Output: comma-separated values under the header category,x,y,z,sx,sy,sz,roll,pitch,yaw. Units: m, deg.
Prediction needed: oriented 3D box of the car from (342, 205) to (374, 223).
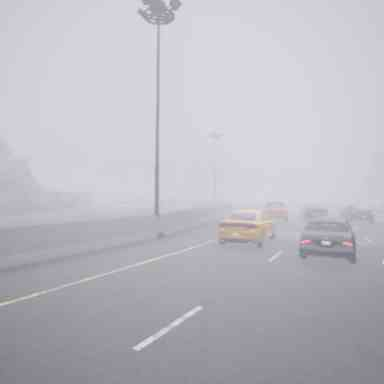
category,x,y,z,sx,sy,sz,roll,pitch,yaw
car,14.376,1.836,29.041,1.812,1.442,4.674,1,0,12

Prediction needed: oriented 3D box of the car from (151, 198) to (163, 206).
category,x,y,z,sx,sy,sz,roll,pitch,yaw
car,-6.700,1.818,64.063,1.837,1.490,4.892,1,-1,-13

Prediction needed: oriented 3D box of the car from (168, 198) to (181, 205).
category,x,y,z,sx,sy,sz,roll,pitch,yaw
car,-3.546,1.901,65.993,2.033,1.411,5.357,1,0,-15

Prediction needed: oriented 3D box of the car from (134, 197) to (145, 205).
category,x,y,z,sx,sy,sz,roll,pitch,yaw
car,-10.059,1.780,63.077,1.837,1.490,4.892,1,-1,-13

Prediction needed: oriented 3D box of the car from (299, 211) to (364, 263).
category,x,y,z,sx,sy,sz,roll,pitch,yaw
car,5.248,1.673,12.734,2.033,1.411,5.357,0,0,24

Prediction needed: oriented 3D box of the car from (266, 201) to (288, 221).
category,x,y,z,sx,sy,sz,roll,pitch,yaw
car,7.488,1.601,30.268,2.097,1.767,4.553,0,0,12

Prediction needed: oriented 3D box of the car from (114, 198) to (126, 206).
category,x,y,z,sx,sy,sz,roll,pitch,yaw
car,-13.433,1.798,62.131,1.994,1.385,4.181,1,0,-13

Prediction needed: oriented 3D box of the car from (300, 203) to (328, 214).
category,x,y,z,sx,sy,sz,roll,pitch,yaw
car,11.044,1.762,30.224,1.882,1.535,5.008,1,0,11

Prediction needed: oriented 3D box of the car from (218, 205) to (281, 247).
category,x,y,z,sx,sy,sz,roll,pitch,yaw
car,2.750,1.596,15.831,1.882,1.535,5.008,0,0,23
